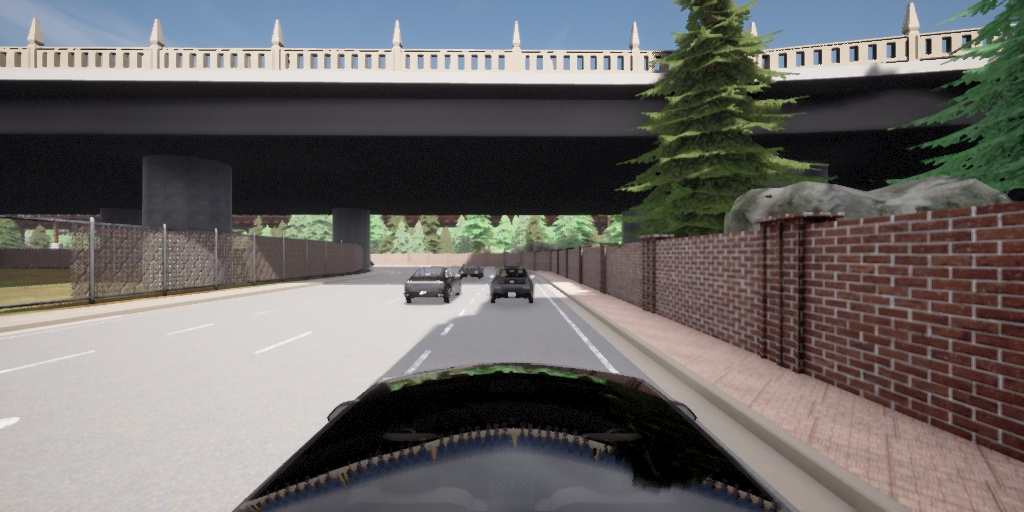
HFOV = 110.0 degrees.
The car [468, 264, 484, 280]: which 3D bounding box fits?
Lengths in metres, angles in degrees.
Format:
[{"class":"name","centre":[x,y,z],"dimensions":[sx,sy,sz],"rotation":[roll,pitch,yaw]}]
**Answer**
[{"class":"car","centre":[-3.500,1.364,31.530],"dimensions":[1.895,1.301,4.718],"rotation":[0,0,0]}]

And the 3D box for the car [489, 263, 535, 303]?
[{"class":"car","centre":[0.000,1.264,16.500],"dimensions":[1.837,1.490,4.892],"rotation":[0,0,0]}]

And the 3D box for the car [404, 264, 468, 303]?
[{"class":"car","centre":[-3.500,1.242,16.500],"dimensions":[2.128,1.511,4.902],"rotation":[0,0,0]}]
